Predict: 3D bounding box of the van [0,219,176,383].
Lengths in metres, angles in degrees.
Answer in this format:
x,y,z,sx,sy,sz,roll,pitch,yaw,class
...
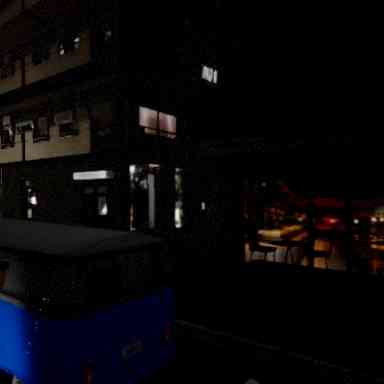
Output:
x,y,z,sx,sy,sz,roll,pitch,yaw,class
-2.095,1.318,4.384,3.998,1.788,1.690,0,-1,36,van
